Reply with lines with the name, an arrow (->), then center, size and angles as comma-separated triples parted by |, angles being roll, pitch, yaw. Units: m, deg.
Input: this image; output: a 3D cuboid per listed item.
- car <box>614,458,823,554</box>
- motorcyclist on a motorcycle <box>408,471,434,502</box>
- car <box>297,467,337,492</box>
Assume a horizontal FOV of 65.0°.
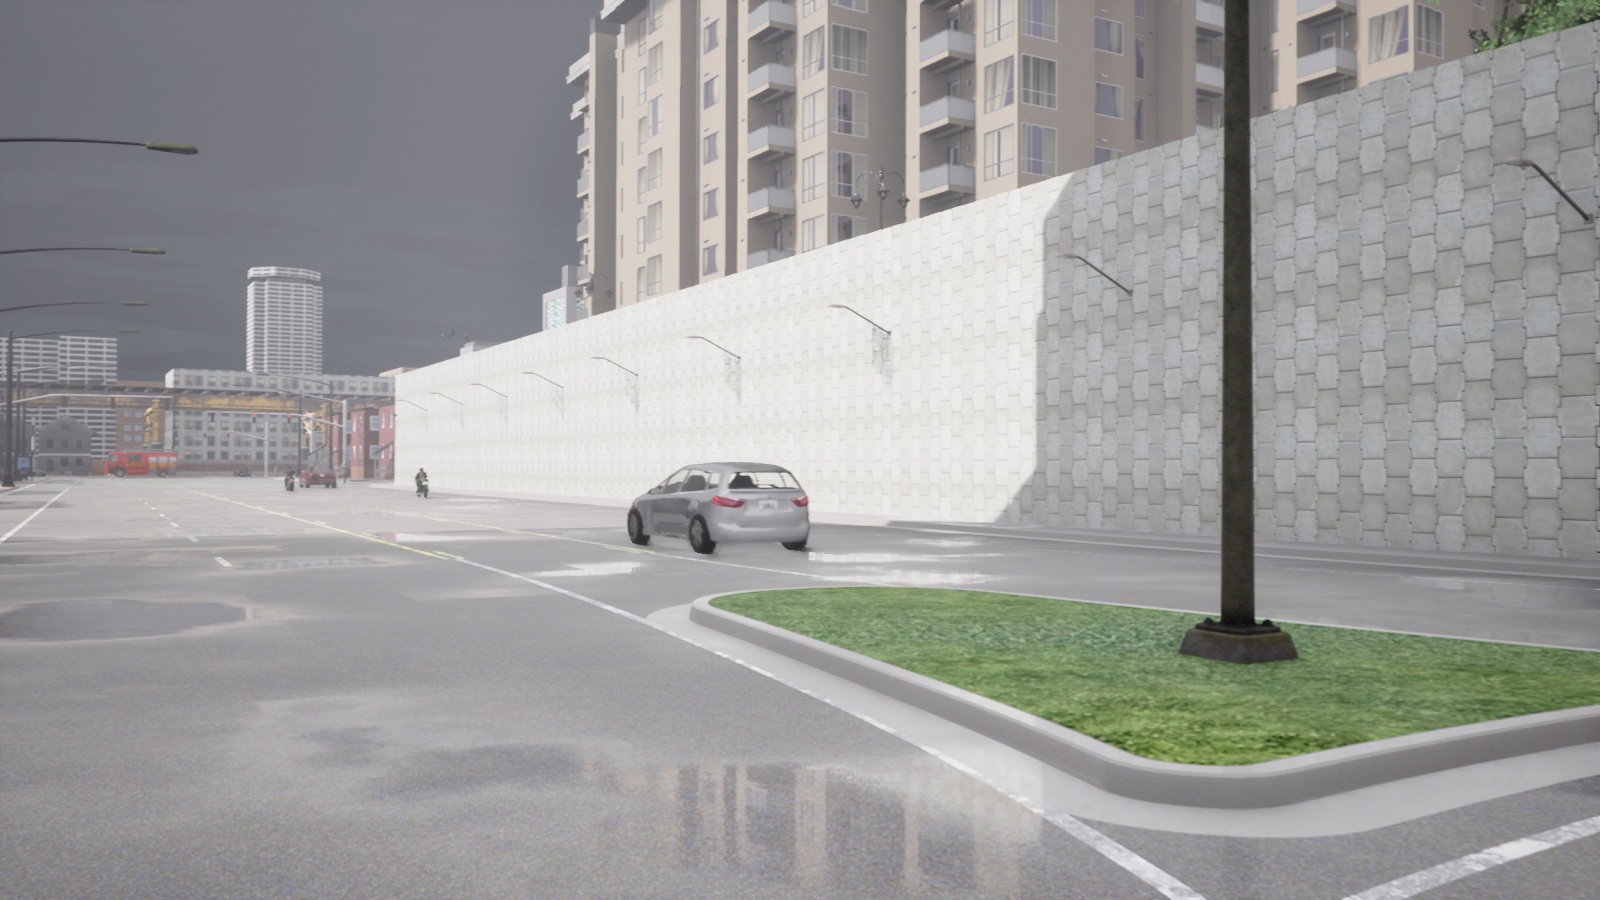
car -> -1.712, 1.021, 24.583 | 2.242, 1.667, 4.611 | 0, -1, -30
motorcyclist on a motorcycle -> -18.808, 1.784, 62.276 | 0.797, 1.523, 2.044 | 0, -1, -29
car -> -35.331, 2.164, 91.755 | 2.097, 1.767, 4.553 | 0, -1, -29
